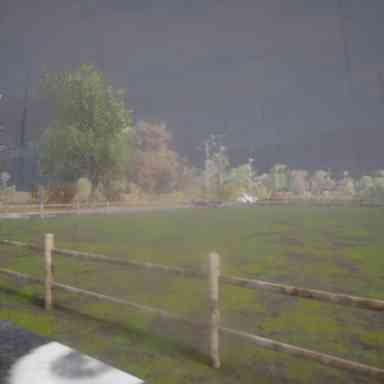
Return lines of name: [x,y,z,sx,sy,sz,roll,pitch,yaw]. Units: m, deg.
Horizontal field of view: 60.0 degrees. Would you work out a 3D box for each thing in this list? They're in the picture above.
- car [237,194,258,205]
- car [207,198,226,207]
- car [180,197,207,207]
car: [10.923,1.437,65.461,2.150,2.045,5.566,-1,0,39]
car: [3.803,1.722,56.692,1.837,1.490,4.892,-1,0,40]
car: [-0.055,1.593,56.502,2.097,1.767,4.553,-1,0,40]
